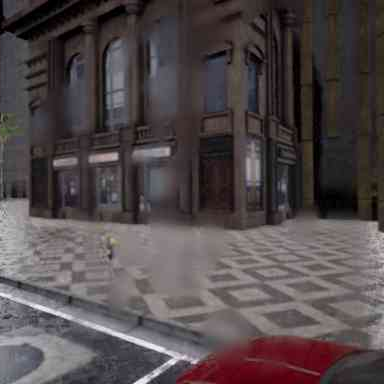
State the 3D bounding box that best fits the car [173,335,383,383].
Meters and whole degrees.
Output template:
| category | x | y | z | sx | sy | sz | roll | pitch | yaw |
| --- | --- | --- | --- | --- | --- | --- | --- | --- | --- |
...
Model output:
| category | x | y | z | sx | sy | sz | roll | pitch | yaw |
| --- | --- | --- | --- | --- | --- | --- | --- | --- | --- |
| car | 1.822 | 1.539 | 1.665 | 4.507 | 1.381 | 1.887 | -1 | 0 | 35 |
